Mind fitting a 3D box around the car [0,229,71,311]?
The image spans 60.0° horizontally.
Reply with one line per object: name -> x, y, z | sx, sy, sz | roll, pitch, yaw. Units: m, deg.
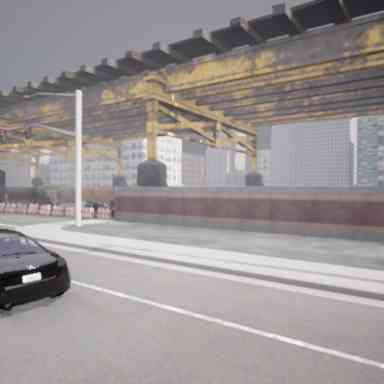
car -> -4.529, 1.505, 7.199 | 4.181, 1.385, 1.994 | 1, 0, 36

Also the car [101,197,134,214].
car -> -6.624, 1.123, 29.192 | 1.853, 1.218, 4.536 | 0, 0, -26

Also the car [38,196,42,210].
car -> -11.429, 1.240, 31.622 | 4.974, 1.542, 2.038 | 0, 0, -1

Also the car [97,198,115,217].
car -> -6.602, 1.281, 29.146 | 2.038, 1.542, 4.974 | 0, 0, -26

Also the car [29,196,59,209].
car -> -15.194, 1.047, 34.341 | 1.853, 1.218, 4.536 | 0, 0, -11

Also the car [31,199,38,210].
car -> -15.185, 1.204, 34.290 | 2.038, 1.542, 4.974 | 0, 0, -11

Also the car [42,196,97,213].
car -> -11.376, 1.083, 31.622 | 4.536, 1.218, 1.853 | 0, 0, -1
